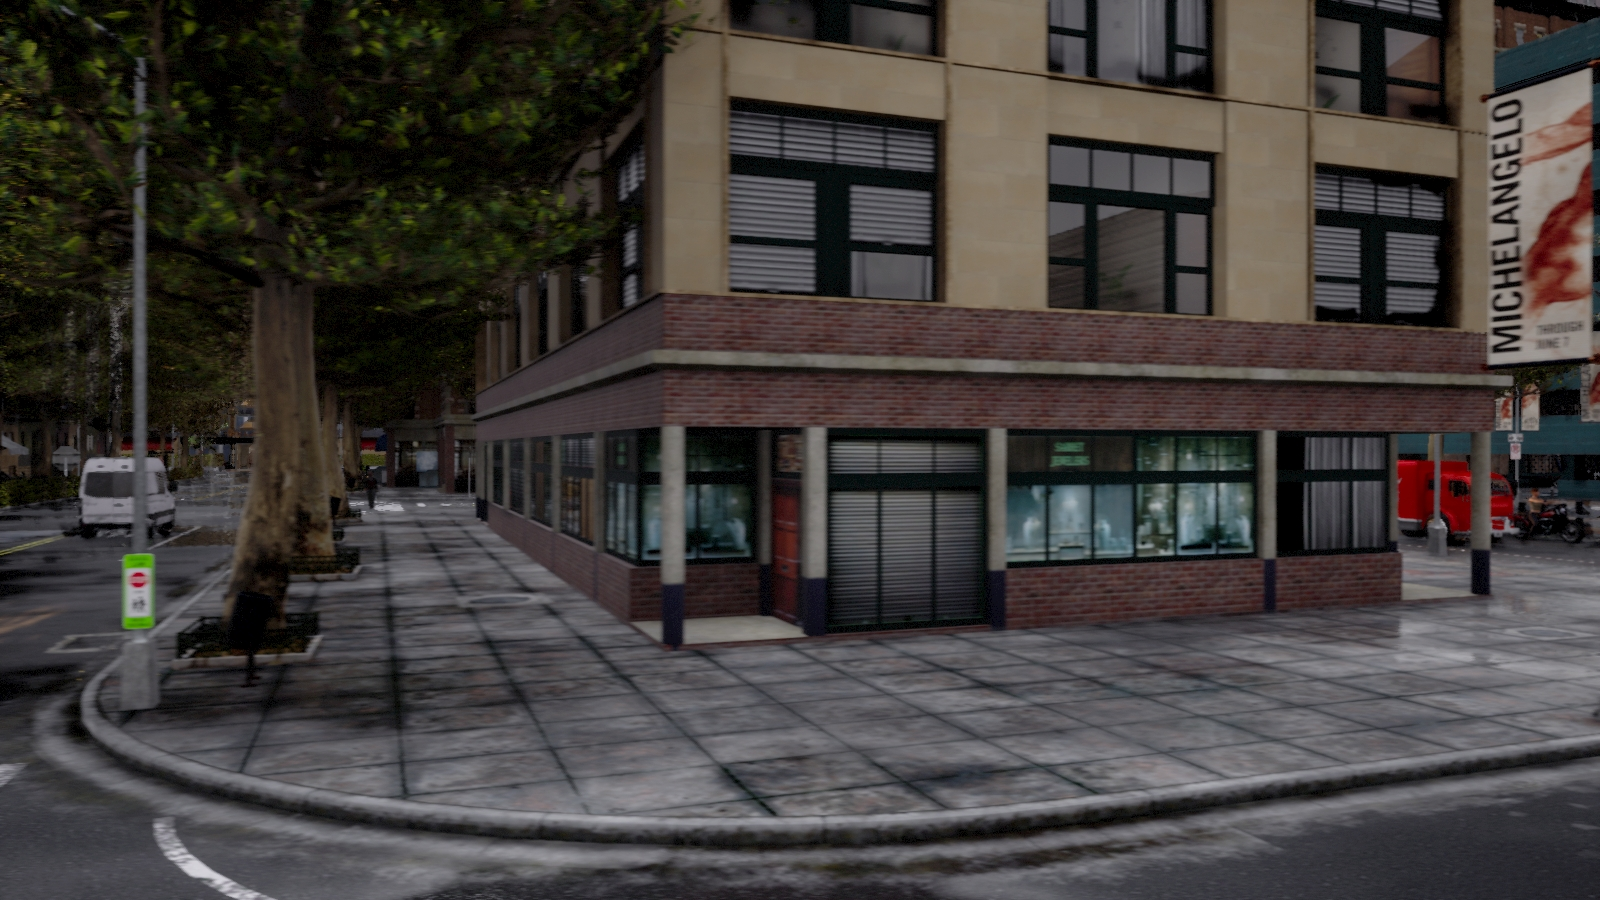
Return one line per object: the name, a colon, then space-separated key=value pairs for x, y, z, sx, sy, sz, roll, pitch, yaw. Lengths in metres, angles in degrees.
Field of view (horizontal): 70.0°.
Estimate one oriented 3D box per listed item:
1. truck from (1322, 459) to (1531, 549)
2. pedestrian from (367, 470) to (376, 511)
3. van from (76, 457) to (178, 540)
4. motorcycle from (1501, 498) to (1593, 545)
truck: x=19.099 y=1.560 z=35.175 sx=2.627 sy=2.467 sz=5.204 roll=0 pitch=0 yaw=-20
pedestrian: x=-19.639 y=1.849 z=52.341 sx=0.375 sy=1.860 sz=0.375 roll=0 pitch=0 yaw=-24
van: x=-22.731 y=1.535 z=38.829 sx=1.988 sy=2.561 sz=5.915 roll=0 pitch=0 yaw=-20
motorcycle: x=22.875 y=2.165 z=35.040 sx=0.764 sy=1.277 sz=2.356 roll=0 pitch=0 yaw=-20
